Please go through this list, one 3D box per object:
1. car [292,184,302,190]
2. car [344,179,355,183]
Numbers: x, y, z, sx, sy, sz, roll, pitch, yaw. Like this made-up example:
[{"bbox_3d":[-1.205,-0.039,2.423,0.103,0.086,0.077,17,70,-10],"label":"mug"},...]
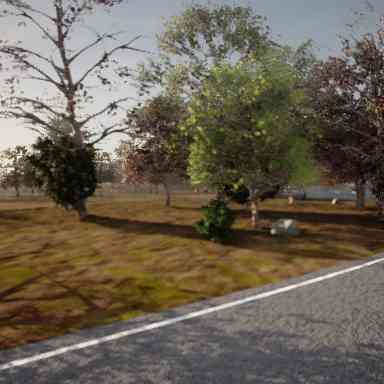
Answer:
[{"bbox_3d":[22.992,-1.278,71.673,2.128,1.511,4.902,-2,4,35],"label":"car"},{"bbox_3d":[36.945,-2.729,80.089,4.892,1.490,1.837,-4,3,-11],"label":"car"}]
